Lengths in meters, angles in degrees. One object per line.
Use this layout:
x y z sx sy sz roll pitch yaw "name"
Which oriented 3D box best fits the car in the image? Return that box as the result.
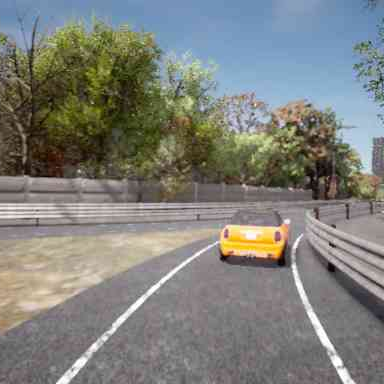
2.466 1.386 12.167 2.097 1.767 4.553 1 0 18 "car"
